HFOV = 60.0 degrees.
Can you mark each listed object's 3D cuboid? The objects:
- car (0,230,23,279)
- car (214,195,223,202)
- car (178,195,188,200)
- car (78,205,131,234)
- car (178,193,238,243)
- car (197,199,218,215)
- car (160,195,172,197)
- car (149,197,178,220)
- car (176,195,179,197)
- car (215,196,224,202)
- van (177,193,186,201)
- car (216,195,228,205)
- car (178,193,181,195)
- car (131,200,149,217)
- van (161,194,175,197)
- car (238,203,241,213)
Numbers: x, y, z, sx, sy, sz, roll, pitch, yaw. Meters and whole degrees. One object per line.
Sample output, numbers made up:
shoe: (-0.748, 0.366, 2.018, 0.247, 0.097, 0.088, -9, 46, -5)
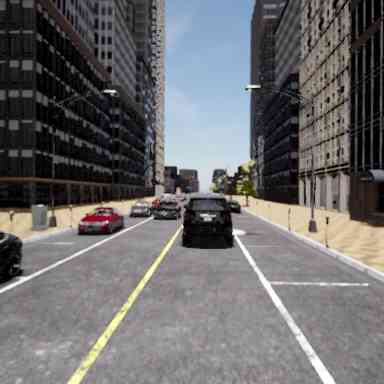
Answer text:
car: (-5.423, 1.510, 7.240, 1.947, 1.339, 4.313, 1, 0, 2)
car: (5.932, 1.367, 75.272, 1.752, 1.417, 4.829, 1, 0, 2)
car: (-2.199, 1.330, 81.169, 1.947, 1.339, 4.313, 1, 0, 2)
car: (-4.927, 1.503, 18.612, 1.802, 1.307, 4.206, 1, 0, 2)
car: (0.756, 1.190, 16.062, 2.150, 2.045, 5.566, 0, 0, 3)
car: (1.574, 1.474, 34.847, 2.033, 1.411, 5.357, 0, 0, 2)
car: (-3.935, 1.414, 41.361, 1.887, 1.381, 4.507, 1, 0, 2)
car: (-1.955, 1.425, 27.105, 1.837, 1.490, 4.892, 0, 0, 3)
car: (-3.439, 1.423, 52.735, 1.802, 1.307, 4.206, 1, 0, 2)
car: (5.676, 1.440, 69.415, 1.802, 1.307, 4.206, 1, 0, 2)
van: (-2.444, 1.121, 75.481, 1.690, 1.788, 3.998, 1, 0, 2)
car: (5.182, 1.329, 58.041, 1.967, 1.590, 4.097, 1, 0, 2)
car: (-2.694, 1.236, 69.794, 1.967, 1.590, 4.097, 1, 0, 2)
car: (-4.431, 1.446, 29.987, 2.008, 1.369, 4.403, 1, 0, 2)
van: (-3.685, 1.196, 47.047, 1.690, 1.788, 3.998, 1, 0, 2)
car: (4.189, 1.511, 35.296, 1.947, 1.339, 4.313, 1, 0, 2)
